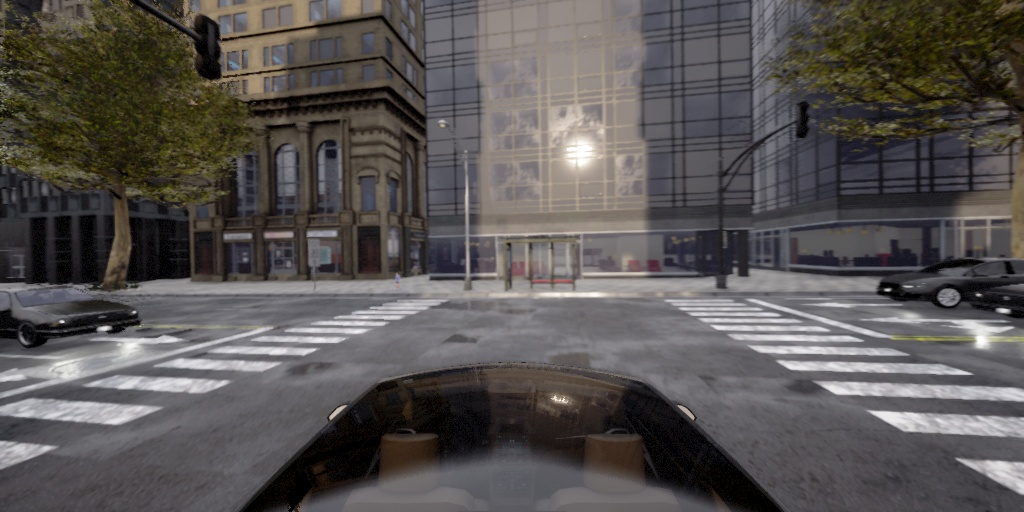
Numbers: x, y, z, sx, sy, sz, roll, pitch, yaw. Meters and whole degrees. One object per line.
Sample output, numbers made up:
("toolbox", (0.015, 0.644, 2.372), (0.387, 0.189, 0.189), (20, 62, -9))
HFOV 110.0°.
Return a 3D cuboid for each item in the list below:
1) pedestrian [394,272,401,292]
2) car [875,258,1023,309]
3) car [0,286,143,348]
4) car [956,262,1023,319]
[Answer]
("pedestrian", (-6.040, 1.315, 19.041), (0.500, 1.100, 0.500), (-1, 1, 10))
("car", (14.980, 0.834, 11.617), (4.892, 1.490, 1.837), (-1, 0, 10))
("car", (-13.226, 1.565, 9.957), (5.357, 1.411, 2.033), (-1, 0, 13))
("car", (14.724, 0.905, 8.356), (5.357, 1.411, 2.033), (-1, 0, 11))
